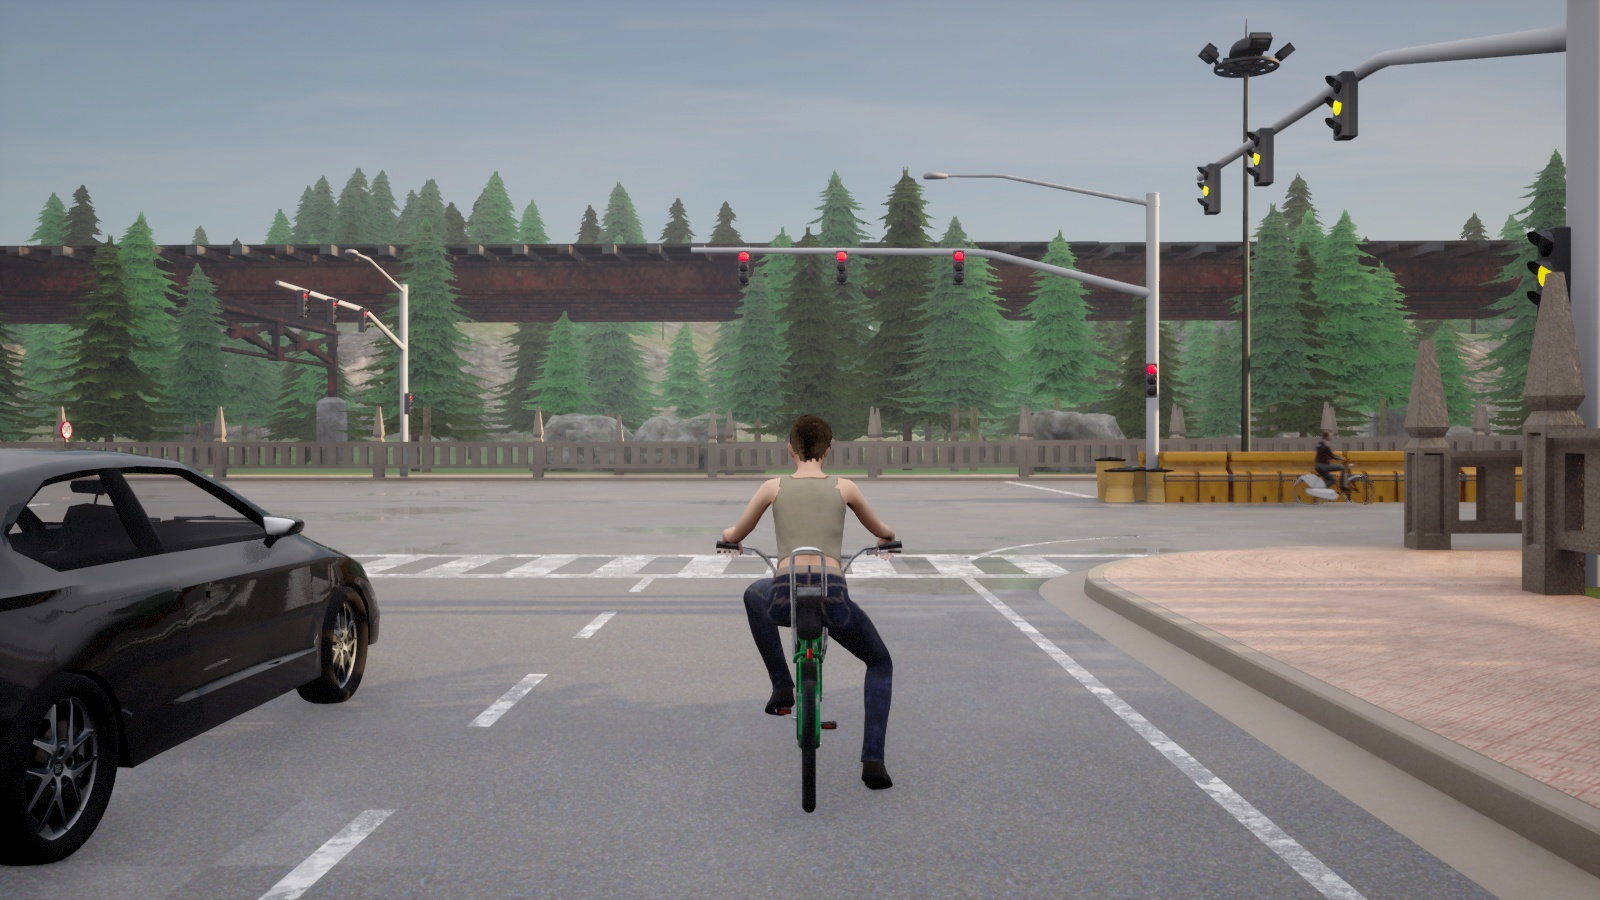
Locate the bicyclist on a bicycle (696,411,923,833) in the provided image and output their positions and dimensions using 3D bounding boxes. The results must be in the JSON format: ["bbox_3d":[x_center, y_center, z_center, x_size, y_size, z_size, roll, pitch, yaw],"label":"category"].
[{"bbox_3d":[0.040,0.652,5.554,0.866,1.612,1.509,0,0,0],"label":"bicyclist on a bicycle"}]

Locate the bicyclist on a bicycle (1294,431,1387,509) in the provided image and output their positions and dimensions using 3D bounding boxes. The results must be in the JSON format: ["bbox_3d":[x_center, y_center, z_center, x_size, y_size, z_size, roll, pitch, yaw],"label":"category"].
[{"bbox_3d":[12.460,0.464,28.986,1.843,1.776,0.659,0,0,1],"label":"bicyclist on a bicycle"}]

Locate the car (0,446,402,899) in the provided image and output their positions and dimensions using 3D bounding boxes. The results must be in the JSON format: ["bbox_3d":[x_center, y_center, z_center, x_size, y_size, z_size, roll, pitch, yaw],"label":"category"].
[{"bbox_3d":[-3.453,0.724,5.914,1.816,1.474,4.193,0,0,0],"label":"car"}]
